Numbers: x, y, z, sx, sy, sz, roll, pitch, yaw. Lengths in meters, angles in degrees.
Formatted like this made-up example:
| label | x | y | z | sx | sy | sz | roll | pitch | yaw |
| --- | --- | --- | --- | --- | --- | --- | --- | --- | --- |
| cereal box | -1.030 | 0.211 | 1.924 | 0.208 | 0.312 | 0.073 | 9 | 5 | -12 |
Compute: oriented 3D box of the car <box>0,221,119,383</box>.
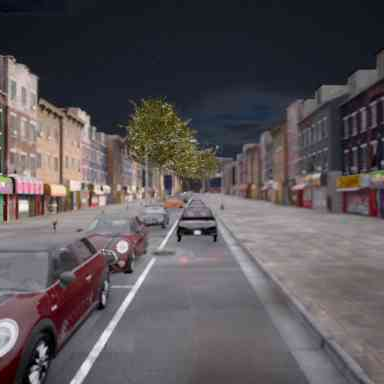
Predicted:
| label | x | y | z | sx | sy | sz | roll | pitch | yaw |
| --- | --- | --- | --- | --- | --- | --- | --- | --- | --- |
| car | -2.607 | 1.458 | 4.985 | 1.967 | 1.590 | 4.097 | 1 | 0 | 1 |

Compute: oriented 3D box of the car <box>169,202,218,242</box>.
| label | x | y | z | sx | sy | sz | roll | pitch | yaw |
| --- | --- | --- | --- | --- | --- | --- | --- | --- | --- |
| car | 0.255 | 1.478 | 16.404 | 2.128 | 1.511 | 4.902 | 0 | 0 | 1 |

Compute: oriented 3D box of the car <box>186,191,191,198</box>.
| label | x | y | z | sx | sy | sz | roll | pitch | yaw |
| --- | --- | --- | --- | --- | --- | --- | --- | --- | --- |
| car | -1.893 | 1.110 | 60.340 | 2.192 | 1.841 | 5.009 | 1 | 0 | 1 |

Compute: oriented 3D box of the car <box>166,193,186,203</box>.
| label | x | y | z | sx | sy | sz | roll | pitch | yaw |
| --- | --- | --- | --- | --- | --- | --- | --- | --- | --- |
| car | -2.261 | 1.249 | 42.389 | 2.097 | 1.767 | 4.553 | 0 | 0 | 1 |

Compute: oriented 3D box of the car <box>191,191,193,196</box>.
| label | x | y | z | sx | sy | sz | roll | pitch | yaw |
| --- | --- | --- | --- | --- | --- | --- | --- | --- | --- |
| car | -1.543 | 1.080 | 88.015 | 1.967 | 1.590 | 4.097 | 1 | 0 | 1 |

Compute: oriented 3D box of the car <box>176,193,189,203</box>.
| label | x | y | z | sx | sy | sz | roll | pitch | yaw |
| --- | --- | --- | --- | --- | --- | --- | --- | --- | --- |
| car | -1.822 | 1.079 | 65.875 | 2.192 | 1.841 | 5.009 | 1 | 0 | 1 |

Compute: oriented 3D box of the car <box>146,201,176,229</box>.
| label | x | y | z | sx | sy | sz | roll | pitch | yaw |
| --- | --- | --- | --- | --- | --- | --- | --- | --- | --- |
| car | -2.395 | 1.542 | 21.593 | 2.008 | 1.369 | 4.403 | 1 | 0 | 1 |

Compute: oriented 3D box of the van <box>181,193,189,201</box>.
| label | x | y | z | sx | sy | sz | roll | pitch | yaw |
| --- | --- | --- | --- | --- | --- | --- | --- | --- | --- |
| van | -1.682 | 1.043 | 76.945 | 1.690 | 1.788 | 3.998 | 1 | 0 | 1 |

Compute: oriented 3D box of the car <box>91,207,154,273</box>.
| label | x | y | z | sx | sy | sz | roll | pitch | yaw |
| --- | --- | --- | --- | --- | --- | --- | --- | --- | --- |
| car | -2.536 | 1.454 | 10.521 | 1.967 | 1.590 | 4.097 | 1 | 0 | 1 |

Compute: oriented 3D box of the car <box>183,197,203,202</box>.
| label | x | y | z | sx | sy | sz | roll | pitch | yaw |
| --- | --- | --- | --- | --- | --- | --- | --- | --- | --- |
| car | 0.460 | 1.496 | 32.458 | 1.994 | 1.385 | 4.181 | 0 | 0 | 1 |
